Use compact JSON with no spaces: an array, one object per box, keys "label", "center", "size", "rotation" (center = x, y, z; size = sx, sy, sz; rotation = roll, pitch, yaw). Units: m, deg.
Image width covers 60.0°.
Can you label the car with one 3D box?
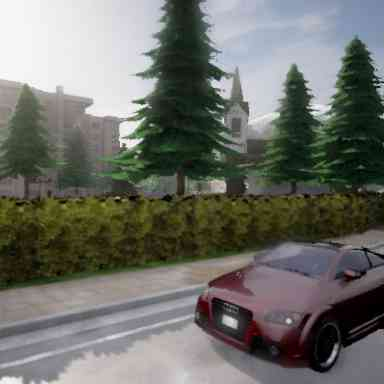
[{"label":"car","center":[2.087,1.562,5.697],"size":[4.181,1.385,1.994],"rotation":[0,0,-38]}]
